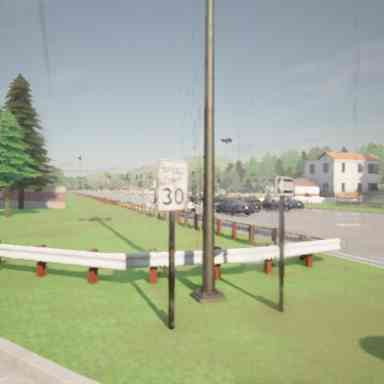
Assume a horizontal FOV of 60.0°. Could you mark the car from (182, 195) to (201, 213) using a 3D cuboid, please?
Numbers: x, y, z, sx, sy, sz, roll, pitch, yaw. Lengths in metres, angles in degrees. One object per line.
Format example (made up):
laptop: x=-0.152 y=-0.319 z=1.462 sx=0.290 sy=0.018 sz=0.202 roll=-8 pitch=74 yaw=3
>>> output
car: x=-1.135 y=1.293 z=32.768 sx=1.812 sy=1.442 sz=4.674 roll=0 pitch=0 yaw=-22

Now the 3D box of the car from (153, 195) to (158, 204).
car: x=-4.592 y=1.117 z=50.933 sx=2.128 sy=1.511 sz=4.902 roll=0 pitch=0 yaw=-22

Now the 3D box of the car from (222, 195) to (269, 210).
car: x=5.497 y=1.272 z=35.067 sx=2.128 sy=1.511 sz=4.902 roll=0 pitch=0 yaw=-22

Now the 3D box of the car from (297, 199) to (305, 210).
car: x=11.318 y=1.341 z=39.370 sx=1.994 sy=1.385 sz=4.181 roll=0 pitch=0 yaw=-22

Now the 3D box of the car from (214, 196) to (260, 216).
car: x=3.641 y=1.353 z=30.274 sx=2.033 sy=1.411 sz=5.357 roll=0 pitch=0 yaw=-22

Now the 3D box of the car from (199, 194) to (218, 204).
car: x=1.873 y=1.140 z=53.625 sx=1.837 sy=1.490 sz=4.892 roll=0 pitch=0 yaw=-22

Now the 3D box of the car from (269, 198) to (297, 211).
car: x=8.826 y=1.389 z=36.176 sx=1.895 sy=1.301 sz=4.718 roll=0 pitch=0 yaw=-22

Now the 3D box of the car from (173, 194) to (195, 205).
car: x=-1.364 y=1.135 z=52.290 sx=1.837 sy=1.490 sz=4.892 roll=0 pitch=0 yaw=-22
